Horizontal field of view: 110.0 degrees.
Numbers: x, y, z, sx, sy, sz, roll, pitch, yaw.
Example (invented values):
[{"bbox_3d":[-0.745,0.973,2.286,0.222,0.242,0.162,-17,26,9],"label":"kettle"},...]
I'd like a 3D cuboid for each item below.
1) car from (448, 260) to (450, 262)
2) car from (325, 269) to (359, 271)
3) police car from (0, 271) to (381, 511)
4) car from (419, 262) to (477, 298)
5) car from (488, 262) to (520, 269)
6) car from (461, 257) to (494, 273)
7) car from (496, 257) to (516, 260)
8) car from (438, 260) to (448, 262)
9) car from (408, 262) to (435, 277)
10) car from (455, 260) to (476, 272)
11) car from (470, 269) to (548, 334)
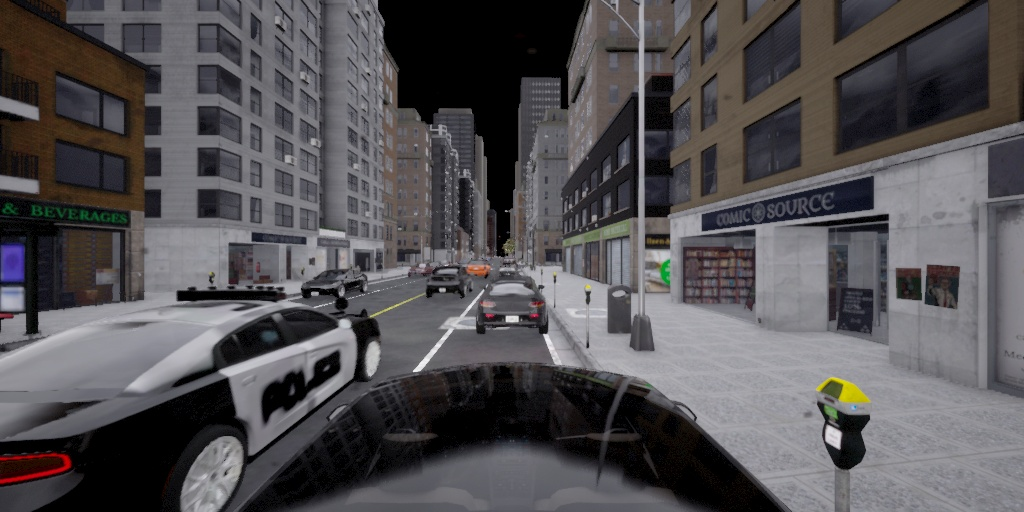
[{"bbox_3d":[-8.814,1.191,45.828,1.967,1.591,4.097,0,0,0],"label":"car"},{"bbox_3d":[-8.813,1.316,18.202,1.948,1.339,4.313,0,0,0],"label":"car"},{"bbox_3d":[-3.145,1.175,4.207,1.930,1.638,5.238,0,0,0],"label":"police car"},{"bbox_3d":[-3.127,1.257,18.591,1.837,1.490,4.892,0,1,0],"label":"car"},{"bbox_3d":[-0.288,1.301,23.738,2.007,1.370,4.403,0,0,0],"label":"car"},{"bbox_3d":[-3.127,1.102,33.516,2.097,1.767,4.553,0,0,0],"label":"car"},{"bbox_3d":[-0.288,1.066,40.309,2.192,1.841,5.009,0,0,0],"label":"car"},{"bbox_3d":[-8.814,1.317,40.303,1.948,1.339,4.313,0,0,0],"label":"car"},{"bbox_3d":[-8.814,1.333,34.778,1.802,1.307,4.207,0,0,0],"label":"car"},{"bbox_3d":[-6.164,1.244,47.647,2.128,1.511,4.902,0,0,0],"label":"car"},{"bbox_3d":[0.003,1.276,10.500,1.812,1.442,4.674,0,0,0],"label":"car"}]
